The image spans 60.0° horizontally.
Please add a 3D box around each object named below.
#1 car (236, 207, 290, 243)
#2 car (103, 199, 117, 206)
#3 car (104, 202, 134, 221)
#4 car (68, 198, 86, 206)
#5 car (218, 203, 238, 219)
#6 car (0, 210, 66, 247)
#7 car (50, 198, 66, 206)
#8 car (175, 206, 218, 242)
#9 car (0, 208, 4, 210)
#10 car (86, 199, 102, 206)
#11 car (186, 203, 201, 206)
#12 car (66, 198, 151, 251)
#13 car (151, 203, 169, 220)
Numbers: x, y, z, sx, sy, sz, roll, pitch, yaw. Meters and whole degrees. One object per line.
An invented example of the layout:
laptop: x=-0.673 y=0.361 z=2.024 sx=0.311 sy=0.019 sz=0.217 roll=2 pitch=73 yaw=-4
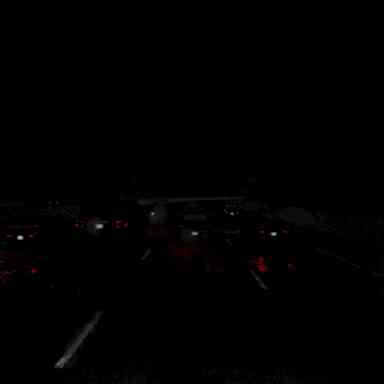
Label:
car: x=3.630 y=1.684 z=17.012 sx=1.812 sy=1.442 sz=4.674 roll=0 pitch=-1 yaw=0
car: x=-17.116 y=2.136 z=69.602 sx=1.812 sy=1.442 sz=4.674 roll=0 pitch=-1 yaw=2
car: x=-6.840 y=1.791 z=31.635 sx=1.837 sy=1.490 sz=4.892 roll=0 pitch=-1 yaw=0
car: x=-24.107 y=2.104 z=70.113 sx=1.882 sy=1.535 sz=5.008 roll=0 pitch=-1 yaw=3
car: x=3.650 y=1.826 z=32.554 sx=1.812 sy=1.442 sz=4.674 roll=0 pitch=-1 yaw=0
car: x=-6.874 y=1.633 z=15.745 sx=2.128 sy=1.511 sz=4.902 roll=0 pitch=0 yaw=0
car: x=-27.652 y=2.096 z=68.925 sx=1.837 sy=1.490 sz=4.892 roll=0 pitch=-1 yaw=2
car: x=0.118 y=1.683 z=17.070 sx=1.812 sy=1.442 sz=4.674 roll=0 pitch=-1 yaw=0
car: x=-17.542 y=1.813 z=28.216 sx=1.994 sy=1.385 sz=4.181 roll=0 pitch=-1 yaw=0
car: x=-20.607 y=2.161 z=69.857 sx=1.994 sy=1.385 sz=4.181 roll=0 pitch=-1 yaw=2
car: x=0.164 y=1.781 z=33.098 sx=1.882 sy=1.535 sz=5.008 roll=0 pitch=-1 yaw=0
car: x=-3.374 y=1.358 z=14.804 sx=2.150 sy=2.045 sz=5.566 roll=0 pitch=0 yaw=0
car: x=-3.340 y=1.793 z=31.632 sx=1.837 sy=1.490 sz=4.892 roll=0 pitch=-1 yaw=0
